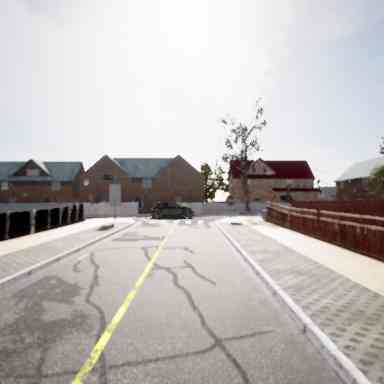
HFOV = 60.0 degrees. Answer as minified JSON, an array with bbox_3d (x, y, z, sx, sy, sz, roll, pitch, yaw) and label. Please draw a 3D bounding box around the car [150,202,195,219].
[{"bbox_3d":[-1.928,1.756,33.823,4.553,1.767,2.097,-1,-2,0],"label":"car"}]
